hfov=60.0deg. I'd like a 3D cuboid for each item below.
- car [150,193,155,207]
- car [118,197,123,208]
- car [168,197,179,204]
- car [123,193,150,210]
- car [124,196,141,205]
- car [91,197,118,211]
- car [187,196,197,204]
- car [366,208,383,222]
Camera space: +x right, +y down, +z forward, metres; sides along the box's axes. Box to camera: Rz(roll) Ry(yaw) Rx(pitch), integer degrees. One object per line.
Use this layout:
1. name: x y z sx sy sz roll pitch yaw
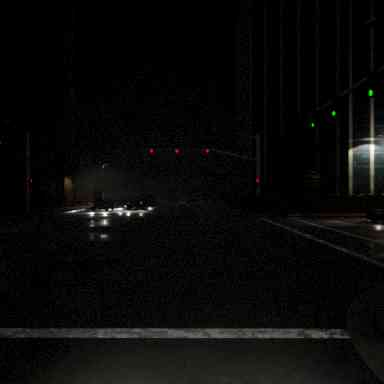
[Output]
1. car: -7.139 1.221 52.923 2.150 2.045 5.566 0 0 0
2. car: -10.641 1.491 49.181 2.128 1.511 4.902 0 0 0
3. car: -3.566 1.601 65.546 1.895 1.301 4.718 0 0 0
4. car: -7.141 1.352 43.421 2.097 1.767 4.553 0 0 0
5. car: -10.611 1.490 59.364 2.128 1.511 4.902 0 0 0
6. car: -10.619 1.526 39.912 1.812 1.442 4.674 0 0 0
7. car: -0.065 1.526 64.979 1.812 1.442 4.674 0 0 0
8. car: 15.459 1.478 24.352 5.008 1.535 1.882 0 0 -1
